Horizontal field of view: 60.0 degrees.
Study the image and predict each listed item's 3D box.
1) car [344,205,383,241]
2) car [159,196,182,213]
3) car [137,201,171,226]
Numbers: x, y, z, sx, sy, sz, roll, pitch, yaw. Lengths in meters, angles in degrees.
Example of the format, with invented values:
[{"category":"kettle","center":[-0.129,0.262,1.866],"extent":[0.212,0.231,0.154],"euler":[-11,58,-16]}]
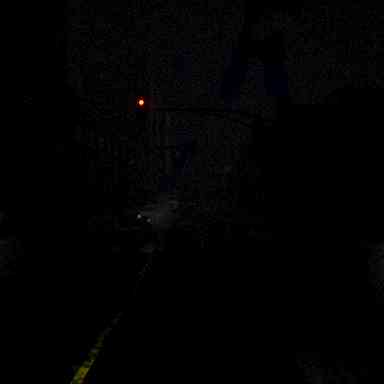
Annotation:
[{"category":"car","center":[10.842,1.641,17.862],"extent":[5.009,1.841,2.192],"euler":[1,-1,0]},{"category":"car","center":[-2.783,1.468,41.568],"extent":[2.150,2.045,5.566],"euler":[0,-1,0]},{"category":"car","center":[-2.815,1.627,24.247],"extent":[1.812,1.442,4.674],"euler":[0,-1,0]}]
